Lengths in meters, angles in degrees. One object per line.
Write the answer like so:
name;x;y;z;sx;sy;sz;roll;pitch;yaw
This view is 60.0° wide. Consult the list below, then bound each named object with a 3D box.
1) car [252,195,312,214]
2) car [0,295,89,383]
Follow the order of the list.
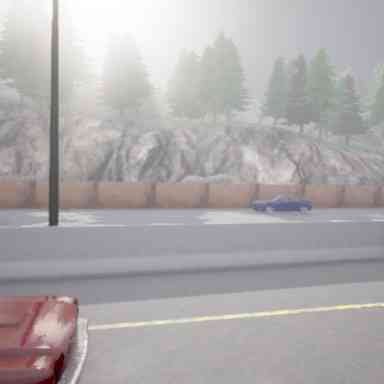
car;7.364;0.964;27.318;5.008;1.535;1.882;1;1;-16
car;-3.342;1.472;2.810;4.718;1.301;1.895;1;1;-13
